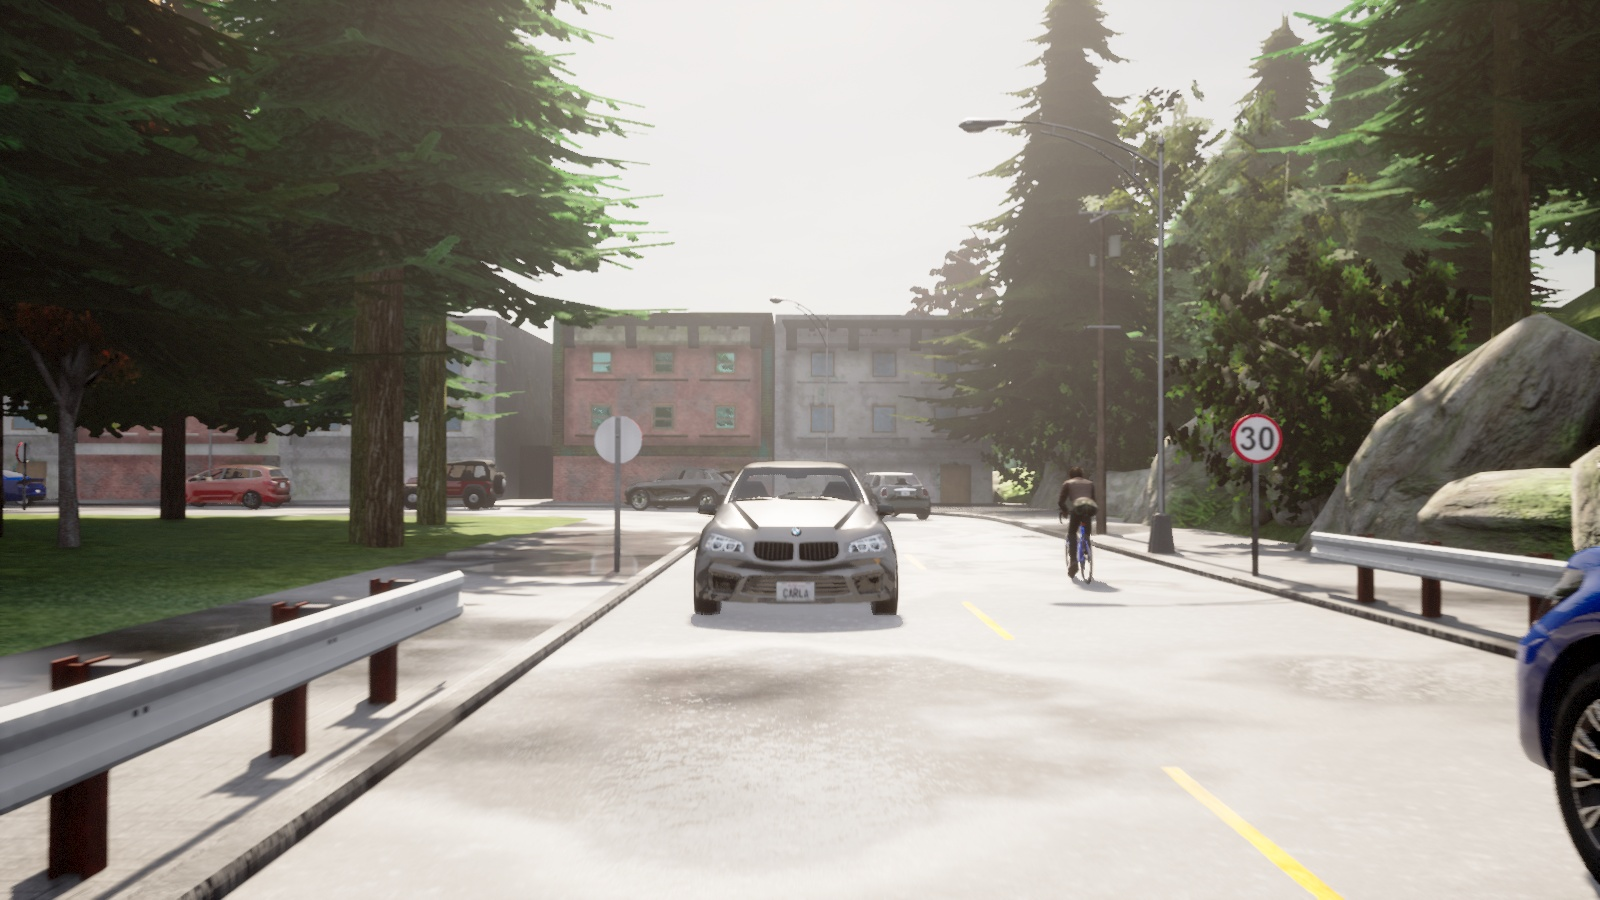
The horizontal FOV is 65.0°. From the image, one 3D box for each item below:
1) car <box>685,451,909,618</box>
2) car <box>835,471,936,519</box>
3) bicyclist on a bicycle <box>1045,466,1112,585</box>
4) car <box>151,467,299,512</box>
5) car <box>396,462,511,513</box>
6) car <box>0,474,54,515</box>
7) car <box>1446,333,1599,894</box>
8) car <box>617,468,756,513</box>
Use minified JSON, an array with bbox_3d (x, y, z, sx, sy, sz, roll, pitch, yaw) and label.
[{"bbox_3d":[-0.037,0.895,14.881,2.242,1.667,4.611,0,-1,0],"label":"car"},{"bbox_3d":[2.717,1.414,40.743,1.970,1.475,3.806,0,-1,-18],"label":"car"},{"bbox_3d":[3.956,1.034,17.953,0.582,1.620,1.656,0,-1,0],"label":"bicyclist on a bicycle"},{"bbox_3d":[-21.993,1.508,48.173,4.611,1.667,2.242,0,-1,0],"label":"car"},{"bbox_3d":[-13.246,1.424,48.149,3.866,1.878,1.905,0,-1,0],"label":"car"},{"bbox_3d":[-31.690,1.680,48.202,5.008,1.535,1.882,0,-1,0],"label":"car"},{"bbox_3d":[3.993,0.560,2.855,2.150,2.045,5.566,0,-1,0],"label":"car"},{"bbox_3d":[-4.288,1.513,47.482,4.856,1.649,2.033,-1,-1,24],"label":"car"}]
